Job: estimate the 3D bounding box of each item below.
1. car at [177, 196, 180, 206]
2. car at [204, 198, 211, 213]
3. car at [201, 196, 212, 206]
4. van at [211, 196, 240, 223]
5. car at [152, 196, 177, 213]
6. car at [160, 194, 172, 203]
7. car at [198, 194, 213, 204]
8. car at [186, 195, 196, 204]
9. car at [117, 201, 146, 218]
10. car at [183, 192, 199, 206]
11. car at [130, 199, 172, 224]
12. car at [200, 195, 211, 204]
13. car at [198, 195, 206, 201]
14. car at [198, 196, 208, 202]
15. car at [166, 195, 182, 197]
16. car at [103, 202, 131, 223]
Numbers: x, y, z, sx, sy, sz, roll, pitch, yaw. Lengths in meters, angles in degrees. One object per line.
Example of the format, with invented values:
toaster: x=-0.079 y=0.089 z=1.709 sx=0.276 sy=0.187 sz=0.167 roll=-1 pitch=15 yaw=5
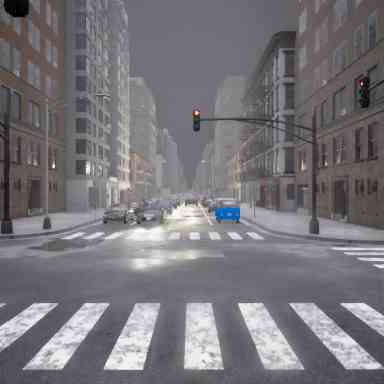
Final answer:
car: x=-2.914 y=1.560 z=43.136 sx=1.994 sy=1.385 sz=4.181 roll=0 pitch=0 yaw=0
car: x=2.580 y=1.580 z=36.299 sx=1.802 sy=1.307 sz=4.206 roll=0 pitch=0 yaw=0
car: x=2.563 y=1.576 z=47.662 sx=1.802 sy=1.307 sz=4.206 roll=0 pitch=0 yaw=0
van: x=2.598 y=1.340 z=24.937 sx=1.690 sy=1.788 sz=3.998 roll=0 pitch=0 yaw=0
car: x=-2.903 y=1.476 z=33.910 sx=1.882 sy=1.535 sz=5.008 roll=0 pitch=0 yaw=0
car: x=-5.497 y=1.292 z=70.370 sx=2.192 sy=1.841 sz=5.009 roll=0 pitch=0 yaw=0
car: x=2.554 y=1.305 z=53.343 sx=2.192 sy=1.841 sz=5.009 roll=0 pitch=0 yaw=0
car: x=-0.101 y=1.459 z=65.064 sx=1.882 sy=1.535 sz=5.008 roll=0 pitch=0 yaw=0
car: x=-5.436 y=1.543 z=30.597 sx=1.887 sy=1.381 sz=4.507 roll=0 pitch=0 yaw=0
car: x=-0.086 y=1.340 z=55.032 sx=2.097 sy=1.767 sz=4.553 roll=0 pitch=0 yaw=0
car: x=-2.876 y=1.490 z=24.467 sx=2.128 sy=1.511 sz=4.902 roll=0 pitch=0 yaw=-1
car: x=2.537 y=1.421 z=64.706 sx=1.967 sy=1.590 sz=4.097 roll=0 pitch=0 yaw=0
car: x=2.502 y=1.530 z=87.431 sx=1.947 sy=1.339 sz=4.313 roll=0 pitch=0 yaw=0
car: x=2.519 y=1.524 z=76.068 sx=2.008 sy=1.369 sz=4.403 roll=0 pitch=0 yaw=0
car: x=-2.889 y=1.554 z=53.158 sx=1.994 sy=1.385 sz=4.181 roll=0 pitch=0 yaw=1
car: x=-5.427 y=1.549 z=24.915 sx=2.008 sy=1.369 sz=4.403 roll=0 pitch=0 yaw=0
